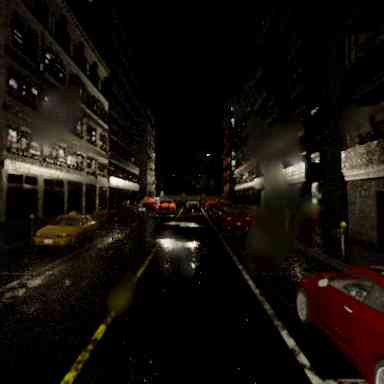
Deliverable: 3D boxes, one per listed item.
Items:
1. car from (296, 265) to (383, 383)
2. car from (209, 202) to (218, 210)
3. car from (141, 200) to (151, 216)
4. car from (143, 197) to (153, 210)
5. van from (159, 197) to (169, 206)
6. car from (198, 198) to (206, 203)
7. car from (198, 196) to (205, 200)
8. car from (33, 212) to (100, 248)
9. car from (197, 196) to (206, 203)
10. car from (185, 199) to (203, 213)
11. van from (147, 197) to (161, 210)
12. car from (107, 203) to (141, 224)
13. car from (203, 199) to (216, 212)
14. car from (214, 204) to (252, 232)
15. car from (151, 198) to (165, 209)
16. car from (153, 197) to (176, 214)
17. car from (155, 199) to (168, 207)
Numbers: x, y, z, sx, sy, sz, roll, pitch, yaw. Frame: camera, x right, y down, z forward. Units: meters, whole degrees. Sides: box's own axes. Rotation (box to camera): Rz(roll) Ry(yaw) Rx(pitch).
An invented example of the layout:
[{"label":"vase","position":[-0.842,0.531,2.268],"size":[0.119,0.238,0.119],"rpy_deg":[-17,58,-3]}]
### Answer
[{"label":"car","position":[2.704,1.616,4.347],"size":[1.802,1.307,4.206],"rpy_deg":[1,0,0]},{"label":"car","position":[2.706,1.752,27.132],"size":[1.887,1.381,4.507],"rpy_deg":[1,0,0]},{"label":"car","position":[-5.640,1.801,32.767],"size":[2.008,1.369,4.403],"rpy_deg":[1,0,0]},{"label":"car","position":[-5.635,1.652,44.162],"size":[2.192,1.841,5.009],"rpy_deg":[1,0,0]},{"label":"van","position":[-5.634,1.853,66.946],"size":[1.690,1.788,3.998],"rpy_deg":[1,0,0]},{"label":"car","position":[2.713,2.234,89.791],"size":[1.887,1.381,4.507],"rpy_deg":[1,0,0]},{"label":"car","position":[2.712,2.128,78.568],"size":[1.752,1.417,4.829],"rpy_deg":[1,0,0]},{"label":"car","position":[-5.648,1.644,15.508],"size":[1.752,1.417,4.829],"rpy_deg":[1,0,0]},{"label":"car","position":[2.717,2.048,95.488],"size":[2.192,1.841,5.009],"rpy_deg":[1,0,0]},{"label":"car","position":[0.105,1.923,42.198],"size":[1.895,1.301,4.718],"rpy_deg":[0,0,0]},{"label":"van","position":[-5.635,1.722,49.857],"size":[1.690,1.788,3.998],"rpy_deg":[1,0,0]},{"label":"car","position":[-5.641,1.751,27.071],"size":[1.887,1.381,4.507],"rpy_deg":[1,0,0]},{"label":"car","position":[2.708,1.883,44.221],"size":[1.887,1.381,4.507],"rpy_deg":[1,0,0]},{"label":"car","position":[2.706,1.709,21.436],"size":[1.887,1.381,4.507],"rpy_deg":[1,0,0]},{"label":"car","position":[-5.636,1.865,55.553],"size":[1.967,1.590,4.097],"rpy_deg":[1,0,0]},{"label":"car","position":[-3.088,1.656,39.911],"size":[2.097,1.767,4.553],"rpy_deg":[0,0,0]},{"label":"car","position":[-5.638,2.019,61.249],"size":[2.008,1.369,4.403],"rpy_deg":[1,0,0]}]
